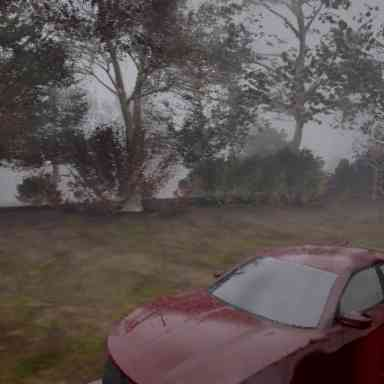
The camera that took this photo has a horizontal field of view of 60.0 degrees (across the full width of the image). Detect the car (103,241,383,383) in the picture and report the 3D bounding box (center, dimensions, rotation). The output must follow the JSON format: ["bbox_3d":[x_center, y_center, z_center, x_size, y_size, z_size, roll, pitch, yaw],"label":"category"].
[{"bbox_3d":[1.441,1.445,4.098,5.008,1.535,1.882,0,1,-36],"label":"car"}]
